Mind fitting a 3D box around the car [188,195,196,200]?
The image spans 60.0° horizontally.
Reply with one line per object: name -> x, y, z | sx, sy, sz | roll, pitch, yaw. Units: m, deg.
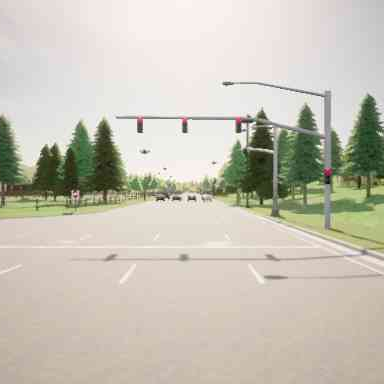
car -> 0.000, 1.382, 88.223 | 1.994, 1.385, 4.181 | 0, 0, 0

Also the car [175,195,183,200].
car -> -3.500, 1.425, 88.253 | 1.895, 1.301, 4.718 | 0, 0, 0

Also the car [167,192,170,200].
car -> -7.000, 1.055, 88.253 | 2.150, 2.045, 5.566 | 0, 0, 0

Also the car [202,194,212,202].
car -> 3.500, 1.424, 74.888 | 1.812, 1.442, 4.674 | 0, 0, 0

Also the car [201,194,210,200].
car -> 3.500, 1.355, 88.223 | 2.128, 1.511, 4.902 | 0, 0, 0

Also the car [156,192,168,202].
car -> -7.000, 1.360, 74.472 | 1.882, 1.535, 5.008 | 0, 0, 0

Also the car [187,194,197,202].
car -> 0.000, 1.254, 74.825 | 2.097, 1.767, 4.553 | 0, 0, 0

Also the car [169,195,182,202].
car -> -3.500, 1.382, 74.472 | 1.837, 1.490, 4.892 | 0, 0, 0
